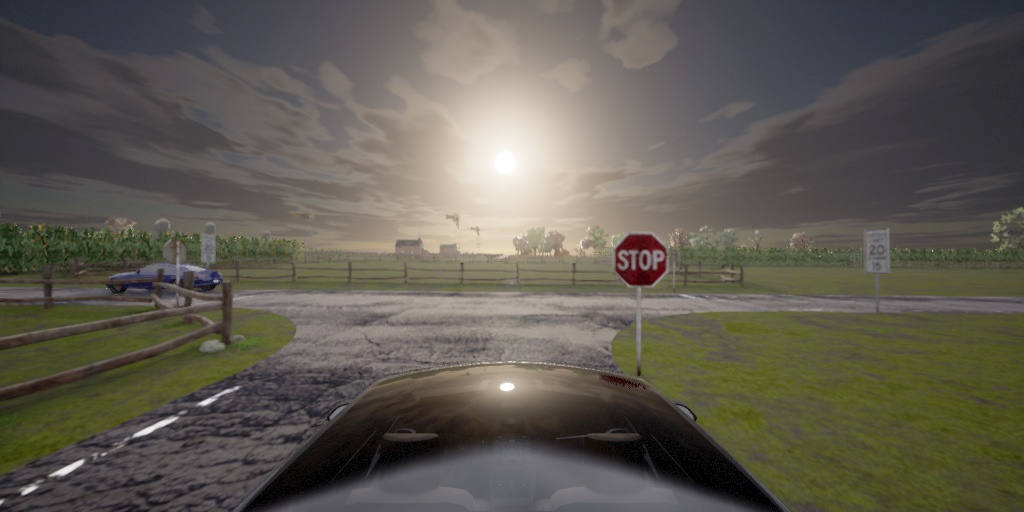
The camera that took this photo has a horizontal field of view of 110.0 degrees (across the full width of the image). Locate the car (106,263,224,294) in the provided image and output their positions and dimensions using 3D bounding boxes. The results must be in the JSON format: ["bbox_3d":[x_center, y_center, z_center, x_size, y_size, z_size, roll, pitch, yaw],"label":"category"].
[{"bbox_3d":[-16.660,1.032,17.390,4.674,1.442,1.812,1,0,0],"label":"car"}]
